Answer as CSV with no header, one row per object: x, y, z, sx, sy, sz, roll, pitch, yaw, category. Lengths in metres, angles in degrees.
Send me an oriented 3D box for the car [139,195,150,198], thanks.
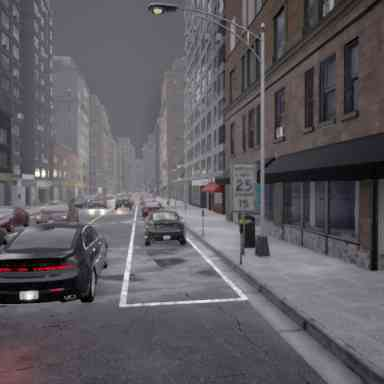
-4.835,1.325,37.065,1.887,1.381,4.507,-1,0,-9,car

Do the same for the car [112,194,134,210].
-7.923,1.283,38.696,1.837,1.490,4.892,0,0,-9,car

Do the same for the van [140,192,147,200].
-11.926,0.966,81.802,1.690,1.788,3.998,-1,0,-9,van

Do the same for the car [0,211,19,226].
-6.332,1.475,8.460,1.837,1.490,4.892,0,0,-9,car

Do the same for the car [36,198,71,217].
-12.342,1.362,29.975,1.752,1.417,4.829,-1,0,-9,car

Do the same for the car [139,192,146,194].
-7.494,1.146,53.840,1.967,1.590,4.097,-1,0,-9,car

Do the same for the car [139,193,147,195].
-6.607,1.294,48.249,1.947,1.339,4.313,-1,0,-9,car

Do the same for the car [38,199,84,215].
-8.290,1.413,20.847,1.812,1.442,4.674,0,0,-9,car

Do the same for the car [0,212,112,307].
-3.116,1.472,7.980,1.837,1.490,4.892,0,0,-9,car

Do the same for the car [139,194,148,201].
-11.037,1.204,76.210,1.947,1.339,4.313,-1,0,-9,car

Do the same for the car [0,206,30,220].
-10.598,1.486,18.958,1.802,1.307,4.206,-1,0,-9,car

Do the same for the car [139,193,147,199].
-13.697,1.043,92.987,1.967,1.590,4.097,-1,0,-9,car

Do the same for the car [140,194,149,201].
-10.151,1.219,70.618,1.947,1.339,4.313,-1,0,-9,car

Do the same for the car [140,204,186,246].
-1.291,1.467,14.696,2.008,1.369,4.403,-1,0,-9,car

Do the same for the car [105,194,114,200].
-21.231,1.183,86.070,1.887,1.381,4.507,-1,0,-9,car

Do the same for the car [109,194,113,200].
-20.344,1.194,80.477,1.887,1.381,4.507,-1,0,-9,car

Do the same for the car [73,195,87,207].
-14.142,1.344,41.327,1.947,1.339,4.313,-1,0,-9,car

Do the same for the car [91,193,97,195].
-15.029,1.193,46.919,1.967,1.590,4.097,-1,0,-9,car

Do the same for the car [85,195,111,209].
-11.261,1.343,40.106,1.994,1.385,4.181,0,0,-8,car

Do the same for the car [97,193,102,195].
-15.916,1.171,52.511,1.967,1.590,4.097,-1,0,-9,car

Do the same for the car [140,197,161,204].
-3.064,1.388,25.881,1.887,1.381,4.507,-1,0,-9,car

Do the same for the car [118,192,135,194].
-9.603,1.084,48.942,2.097,1.767,4.553,0,0,-9,car
